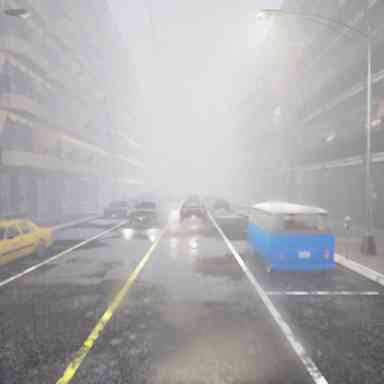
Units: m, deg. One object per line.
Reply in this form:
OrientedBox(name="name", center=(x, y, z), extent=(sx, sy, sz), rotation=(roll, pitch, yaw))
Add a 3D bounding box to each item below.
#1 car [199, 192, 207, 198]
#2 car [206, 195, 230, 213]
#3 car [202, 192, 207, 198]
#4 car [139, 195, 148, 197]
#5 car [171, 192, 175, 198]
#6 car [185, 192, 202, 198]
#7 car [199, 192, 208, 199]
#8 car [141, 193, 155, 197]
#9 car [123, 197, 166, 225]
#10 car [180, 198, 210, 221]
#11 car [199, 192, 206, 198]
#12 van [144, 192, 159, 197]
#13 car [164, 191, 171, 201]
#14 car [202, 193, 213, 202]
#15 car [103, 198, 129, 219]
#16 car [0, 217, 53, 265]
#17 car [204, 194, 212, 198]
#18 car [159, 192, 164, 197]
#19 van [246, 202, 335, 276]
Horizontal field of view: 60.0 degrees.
OrientedBox(name="car", center=(2.685, 0.783, 81.582), extent=(2.008, 1.369, 4.403), rotation=(-1, 1, 0))
OrientedBox(name="car", center=(2.684, 1.244, 31.874), extent=(2.008, 1.369, 4.403), rotation=(-1, 1, 0))
OrientedBox(name="car", center=(2.684, 1.036, 53.967), extent=(2.008, 1.369, 4.403), rotation=(-1, 1, 0))
OrientedBox(name="car", center=(-5.697, 1.237, 31.887), extent=(1.887, 1.381, 4.507), rotation=(0, 1, 0))
OrientedBox(name="car", center=(-5.699, 0.597, 76.071), extent=(2.192, 1.841, 5.009), rotation=(-1, 1, 0))
OrientedBox(name="car", center=(0.101, 1.065, 46.040), extent=(1.837, 1.490, 4.892), rotation=(0, 1, 0))
OrientedBox(name="car", center=(2.685, 0.827, 76.059), extent=(1.887, 1.381, 4.507), rotation=(-1, 1, 0))
OrientedBox(name="car", center=(-5.697, 1.185, 37.411), extent=(1.887, 1.381, 4.507), rotation=(0, 1, 0))
OrientedBox(name="car", center=(-2.999, 1.327, 21.975), extent=(1.837, 1.490, 4.892), rotation=(0, 1, 0))
OrientedBox(name="car", center=(0.101, 1.361, 24.824), extent=(1.895, 1.301, 4.718), rotation=(0, 1, 0))
OrientedBox(name="car", center=(2.685, 0.706, 87.275), extent=(1.752, 1.417, 4.829), rotation=(-1, 1, 0))
OrientedBox(name="van", center=(-5.699, 0.929, 42.932), extent=(1.690, 1.788, 3.998), rotation=(0, 1, 0))
OrientedBox(name="car", center=(-5.697, 0.949, 65.028), extent=(1.947, 1.339, 4.313), rotation=(-1, 1, 0))
OrientedBox(name="car", center=(2.684, 0.958, 59.661), extent=(1.752, 1.417, 4.829), rotation=(-1, 1, 0))
OrientedBox(name="car", center=(-5.697, 1.311, 26.364), extent=(1.947, 1.339, 4.313), rotation=(0, 1, 0))
OrientedBox(name="car", center=(-5.698, 1.431, 9.625), extent=(1.752, 1.417, 4.829), rotation=(0, 1, 0))
OrientedBox(name="car", center=(2.684, 1.191, 37.397), extent=(2.008, 1.369, 4.403), rotation=(-1, 1, 0))
OrientedBox(name="car", center=(-5.698, 0.977, 48.456), extent=(1.967, 1.590, 4.097), rotation=(-1, 1, 0))
OrientedBox(name="van", center=(2.681, 1.245, 9.780), extent=(1.690, 1.788, 3.998), rotation=(-1, 1, 0))
